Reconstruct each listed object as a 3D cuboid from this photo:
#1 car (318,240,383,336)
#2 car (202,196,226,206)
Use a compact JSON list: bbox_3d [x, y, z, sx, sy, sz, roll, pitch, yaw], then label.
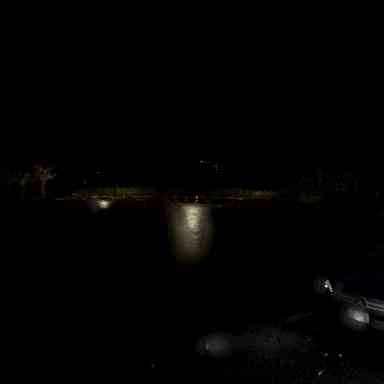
[{"bbox_3d":[4.309,1.524,6.144,4.674,1.442,1.812,0,0,-35],"label":"car"},{"bbox_3d":[3.340,1.326,51.523,1.812,1.442,4.674,2,-1,-35],"label":"car"}]
